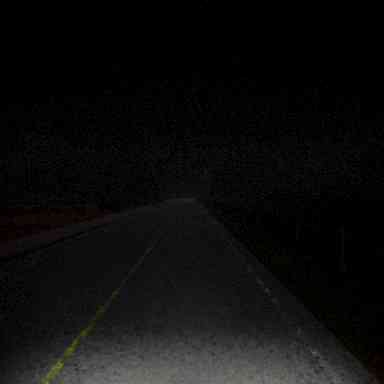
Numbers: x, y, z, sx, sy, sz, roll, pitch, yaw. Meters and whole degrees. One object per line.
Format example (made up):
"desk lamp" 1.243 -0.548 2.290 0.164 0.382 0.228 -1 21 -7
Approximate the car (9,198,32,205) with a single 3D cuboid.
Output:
"car" -35.557 2.072 68.420 4.902 1.511 2.128 0 0 -3
